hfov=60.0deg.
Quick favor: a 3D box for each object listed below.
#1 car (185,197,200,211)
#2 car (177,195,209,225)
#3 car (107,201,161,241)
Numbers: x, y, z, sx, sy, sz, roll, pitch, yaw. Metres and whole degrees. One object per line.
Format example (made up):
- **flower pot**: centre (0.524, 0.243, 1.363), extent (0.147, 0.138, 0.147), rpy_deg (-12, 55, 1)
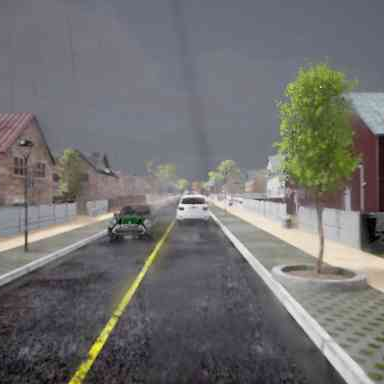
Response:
- **car**: centre (0.079, 1.502, 42.931), extent (1.882, 1.535, 5.008), rpy_deg (0, 0, 0)
- **car**: centre (0.092, 1.241, 24.285), extent (2.150, 2.045, 5.566), rpy_deg (0, 0, 0)
- **car**: centre (-2.756, 1.385, 16.702), extent (2.097, 1.767, 4.553), rpy_deg (0, 0, 0)
